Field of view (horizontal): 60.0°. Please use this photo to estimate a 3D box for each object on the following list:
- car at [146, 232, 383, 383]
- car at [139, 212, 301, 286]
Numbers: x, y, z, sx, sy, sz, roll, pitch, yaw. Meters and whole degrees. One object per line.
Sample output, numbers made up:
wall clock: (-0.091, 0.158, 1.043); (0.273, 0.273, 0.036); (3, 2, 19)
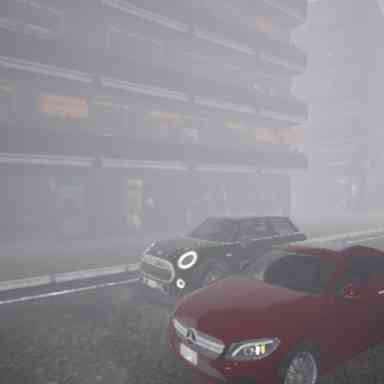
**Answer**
car: (1.848, 1.529, 5.041); (4.674, 1.442, 1.812); (0, 0, -36)
car: (0.966, 1.358, 8.419); (4.553, 1.767, 2.097); (0, 0, -36)
